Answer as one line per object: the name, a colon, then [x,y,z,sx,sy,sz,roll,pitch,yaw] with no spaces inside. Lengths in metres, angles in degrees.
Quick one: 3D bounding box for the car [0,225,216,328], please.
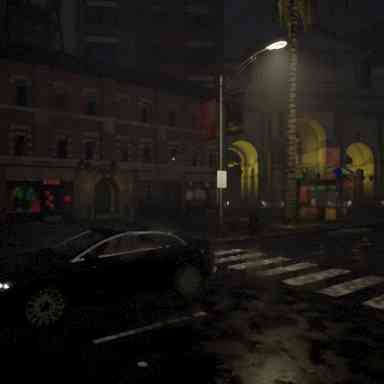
car: [-1.728,1.491,7.059,4.902,1.511,2.128,0,0,-35]
